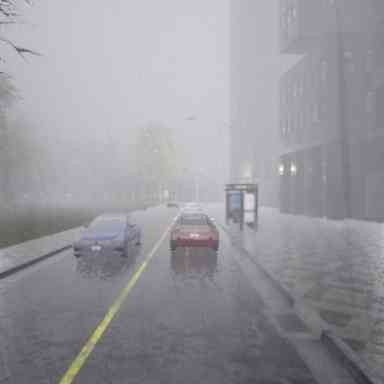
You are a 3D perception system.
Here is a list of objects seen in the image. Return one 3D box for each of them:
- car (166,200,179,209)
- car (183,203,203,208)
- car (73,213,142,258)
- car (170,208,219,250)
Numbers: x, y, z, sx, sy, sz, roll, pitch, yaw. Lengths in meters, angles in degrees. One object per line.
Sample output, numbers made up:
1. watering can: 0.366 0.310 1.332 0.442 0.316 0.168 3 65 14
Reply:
1. car: -3.077 1.997 53.455 1.895 1.301 4.718 0 0 0
2. car: 0.094 1.739 31.468 1.812 1.442 4.674 0 -1 0
3. car: -3.104 1.580 13.081 1.812 1.442 4.674 0 0 0
4. car: 0.096 1.630 14.611 1.994 1.385 4.181 0 0 0
